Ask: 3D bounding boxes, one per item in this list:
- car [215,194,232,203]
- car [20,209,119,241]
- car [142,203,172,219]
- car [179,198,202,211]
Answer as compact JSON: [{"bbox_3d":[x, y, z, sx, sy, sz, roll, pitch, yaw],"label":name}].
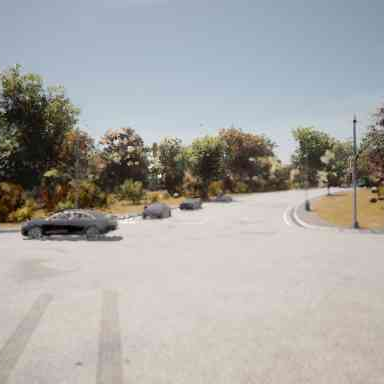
[{"bbox_3d":[5.561,1.037,58.303,1.812,1.442,4.674,0,3,25],"label":"car"},{"bbox_3d":[-6.302,1.675,17.384,4.902,1.511,2.128,0,-1,1],"label":"car"},{"bbox_3d":[-3.390,1.823,33.062,1.812,1.442,4.674,0,0,14],"label":"car"},{"bbox_3d":[-0.140,1.593,44.323,1.882,1.535,5.008,0,1,19],"label":"car"}]
